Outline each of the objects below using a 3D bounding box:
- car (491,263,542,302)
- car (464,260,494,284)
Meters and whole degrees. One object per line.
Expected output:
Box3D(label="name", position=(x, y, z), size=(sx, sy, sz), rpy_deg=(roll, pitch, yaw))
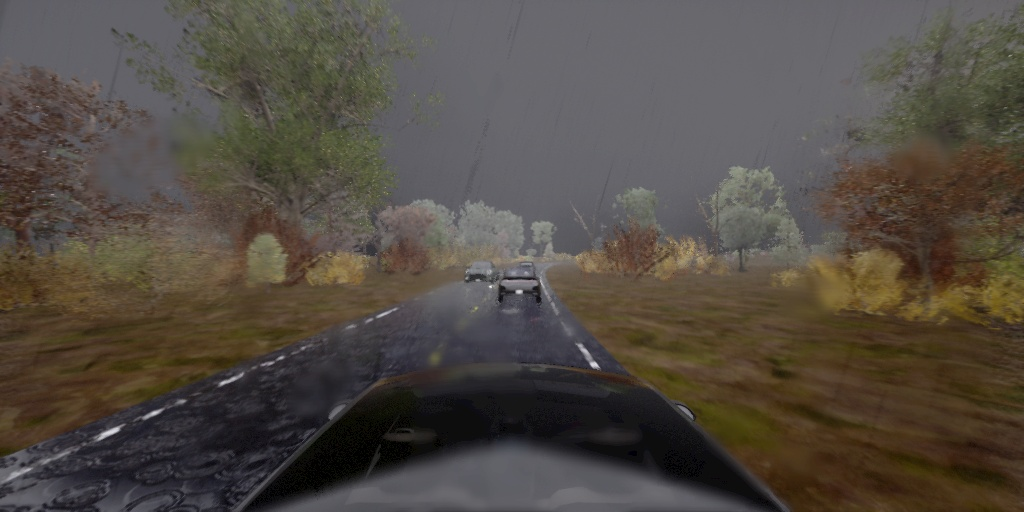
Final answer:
Box3D(label="car", position=(0.386, 1.263, 17.074), size=(2.128, 1.511, 4.902), rpy_deg=(0, 0, 2))
Box3D(label="car", position=(-2.258, 1.127, 27.433), size=(2.097, 1.767, 4.553), rpy_deg=(0, 0, 4))
